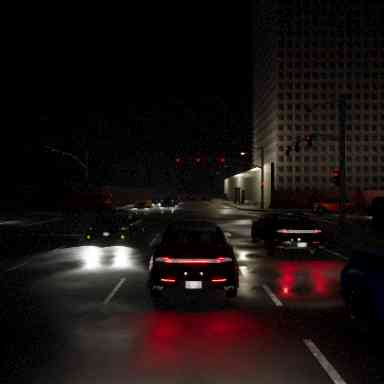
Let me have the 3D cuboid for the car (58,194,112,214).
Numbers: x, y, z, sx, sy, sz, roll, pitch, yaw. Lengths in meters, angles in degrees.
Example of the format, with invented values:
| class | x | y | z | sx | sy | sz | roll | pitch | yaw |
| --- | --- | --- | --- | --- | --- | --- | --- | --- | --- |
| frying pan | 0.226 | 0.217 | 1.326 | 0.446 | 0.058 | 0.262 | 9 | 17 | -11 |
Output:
| class | x | y | z | sx | sy | sz | roll | pitch | yaw |
| --- | --- | --- | --- | --- | --- | --- | --- | --- | --- |
| car | -11.406 | 1.261 | 35.709 | 5.566 | 2.045 | 2.150 | 0 | 0 | 0 |

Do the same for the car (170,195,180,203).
| class | x | y | z | sx | sy | sz | roll | pitch | yaw |
| --- | --- | --- | --- | --- | --- | --- | --- | --- | --- |
| car | -3.594 | 1.496 | 71.169 | 1.882 | 1.535 | 5.008 | 0 | 0 | 0 |

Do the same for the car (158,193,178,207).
| class | x | y | z | sx | sy | sz | roll | pitch | yaw |
| --- | --- | --- | --- | --- | --- | --- | --- | --- | --- |
| car | -3.654 | 1.365 | 51.431 | 2.097 | 1.767 | 4.553 | 0 | 0 | 0 |

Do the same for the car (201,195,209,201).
| class | x | y | z | sx | sy | sz | roll | pitch | yaw |
| --- | --- | --- | --- | --- | --- | --- | --- | --- | --- |
| car | 3.382 | 1.523 | 89.166 | 1.837 | 1.490 | 4.892 | 0 | 0 | 0 |

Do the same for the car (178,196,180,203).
| class | x | y | z | sx | sy | sz | roll | pitch | yaw |
| --- | --- | --- | --- | --- | --- | --- | --- | --- | --- |
| car | -3.642 | 1.237 | 61.021 | 2.150 | 2.045 | 5.566 | 0 | 0 | 0 |

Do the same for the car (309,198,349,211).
| class | x | y | z | sx | sy | sz | roll | pitch | yaw |
| --- | --- | --- | --- | --- | --- | --- | --- | --- | --- |
| car | 14.986 | 1.417 | 35.800 | 4.553 | 1.767 | 2.097 | 0 | 0 | 0 |

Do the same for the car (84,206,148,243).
| class | x | y | z | sx | sy | sz | roll | pitch | yaw |
| --- | --- | --- | --- | --- | --- | --- | --- | --- | --- |
| car | -3.550 | 1.566 | 15.851 | 1.994 | 1.385 | 4.181 | 0 | 0 | 2 |

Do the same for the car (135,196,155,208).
| class | x | y | z | sx | sy | sz | roll | pitch | yaw |
| --- | --- | --- | --- | --- | --- | --- | --- | --- | --- |
| car | -7.156 | 1.490 | 49.316 | 1.882 | 1.535 | 5.008 | 0 | 0 | 0 |

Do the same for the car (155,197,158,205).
| class | x | y | z | sx | sy | sz | roll | pitch | yaw |
| --- | --- | --- | --- | --- | --- | --- | --- | --- | --- |
| car | -7.157 | 1.493 | 58.638 | 1.882 | 1.535 | 5.008 | 0 | 0 | 0 |

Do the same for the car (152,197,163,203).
| class | x | y | z | sx | sy | sz | roll | pitch | yaw |
| --- | --- | --- | --- | --- | --- | --- | --- | --- | --- |
| car | -7.091 | 1.618 | 68.801 | 1.895 | 1.301 | 4.718 | 0 | 0 | 0 |

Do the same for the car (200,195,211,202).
| class | x | y | z | sx | sy | sz | roll | pitch | yaw |
| --- | --- | --- | --- | --- | --- | --- | --- | --- | --- |
| car | 3.396 | 1.544 | 78.861 | 1.812 | 1.442 | 4.674 | 0 | 0 | 0 |

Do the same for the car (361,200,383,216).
| class | x | y | z | sx | sy | sz | roll | pitch | yaw |
| --- | --- | --- | --- | --- | --- | --- | --- | --- | --- |
| car | 19.371 | 1.541 | 32.314 | 5.008 | 1.535 | 1.882 | 0 | 0 | 0 |

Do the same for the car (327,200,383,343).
| class | x | y | z | sx | sy | sz | roll | pitch | yaw |
| --- | --- | --- | --- | --- | --- | --- | --- | --- | --- |
| car | 3.596 | 1.222 | 3.315 | 2.150 | 2.045 | 5.566 | 0 | 0 | 0 |

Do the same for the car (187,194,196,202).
| class | x | y | z | sx | sy | sz | roll | pitch | yaw |
| --- | --- | --- | --- | --- | --- | --- | --- | --- | --- |
| car | -0.104 | 1.367 | 78.814 | 2.097 | 1.767 | 4.553 | 0 | 0 | 0 |

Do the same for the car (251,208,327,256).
| class | x | y | z | sx | sy | sz | roll | pitch | yaw |
| --- | --- | --- | --- | --- | --- | --- | --- | --- | --- |
| car | 3.564 | 1.495 | 13.161 | 2.128 | 1.511 | 4.902 | 0 | 0 | 0 |

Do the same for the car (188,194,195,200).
| class | x | y | z | sx | sy | sz | roll | pitch | yaw |
| --- | --- | --- | --- | --- | --- | --- | --- | --- | --- |
| car | -0.118 | 1.350 | 89.066 | 1.837 | 1.490 | 4.892 | 0 | 0 | 0 |

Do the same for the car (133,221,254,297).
| class | x | y | z | sx | sy | sz | roll | pitch | yaw |
| --- | --- | --- | --- | --- | --- | --- | --- | --- | --- |
| car | 0.046 | 1.494 | 8.543 | 2.128 | 1.511 | 4.902 | 0 | 0 | 0 |
